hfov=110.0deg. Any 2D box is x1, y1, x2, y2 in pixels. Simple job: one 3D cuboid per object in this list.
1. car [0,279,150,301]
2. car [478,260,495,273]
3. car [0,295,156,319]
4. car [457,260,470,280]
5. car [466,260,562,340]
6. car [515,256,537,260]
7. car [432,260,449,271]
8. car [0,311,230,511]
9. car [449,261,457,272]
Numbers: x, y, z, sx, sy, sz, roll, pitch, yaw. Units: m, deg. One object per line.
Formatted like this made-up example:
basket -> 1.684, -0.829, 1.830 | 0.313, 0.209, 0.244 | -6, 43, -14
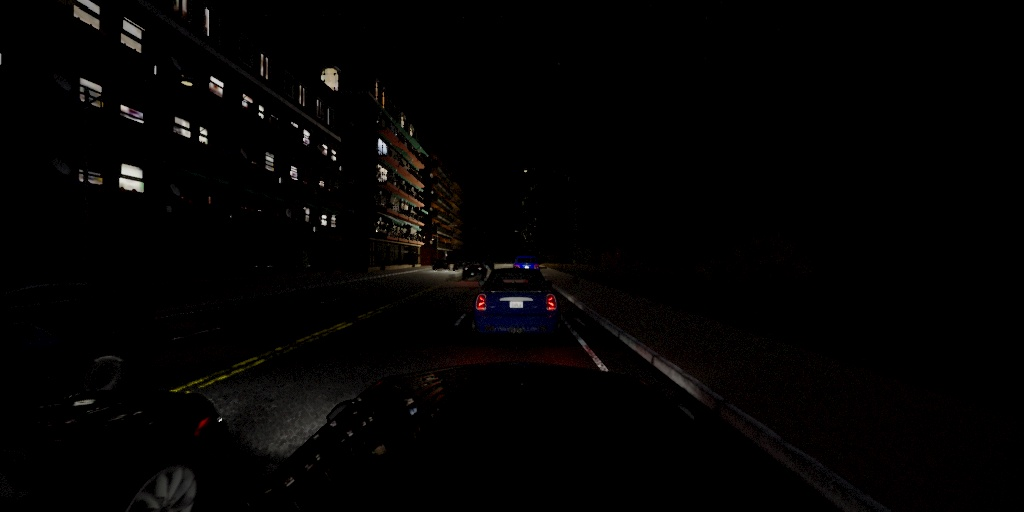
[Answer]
car -> -9.851, 1.242, 6.906 | 2.128, 1.511, 4.902 | 0, 0, 0
car -> -3.147, 1.258, 45.031 | 1.837, 1.490, 4.892 | 0, 0, 0
car -> -6.600, 1.351, 3.652 | 1.895, 1.301, 4.718 | 0, 0, 0
car -> -3.149, 1.242, 31.070 | 2.128, 1.511, 4.902 | 0, 0, 0
car -> 0.098, 1.103, 10.112 | 2.097, 1.767, 4.553 | 0, 0, 0
car -> 1.139, 0.979, 30.065 | 2.150, 2.045, 5.566 | 0, 0, 0
car -> -9.843, 1.258, 50.017 | 1.837, 1.490, 4.892 | 0, 0, 0
car -> -3.153, 1.253, 0.836 | 1.837, 1.490, 4.892 | 0, 0, 0
car -> -6.596, 1.279, 46.915 | 1.812, 1.442, 4.674 | 0, 0, 0
